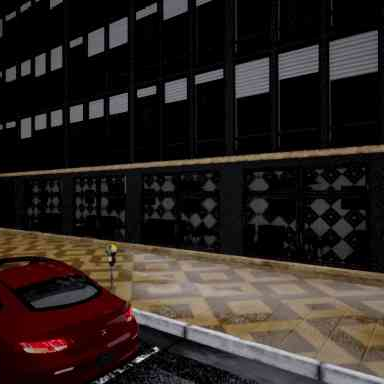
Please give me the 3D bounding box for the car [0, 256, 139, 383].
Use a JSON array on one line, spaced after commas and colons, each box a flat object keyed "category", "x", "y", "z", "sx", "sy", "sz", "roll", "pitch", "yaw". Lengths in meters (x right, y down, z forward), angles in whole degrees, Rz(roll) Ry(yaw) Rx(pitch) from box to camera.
[{"category": "car", "x": -2.578, "y": 1.582, "z": 4.665, "sx": 4.206, "sy": 1.307, "sz": 1.802, "roll": 0, "pitch": 0, "yaw": 35}]
